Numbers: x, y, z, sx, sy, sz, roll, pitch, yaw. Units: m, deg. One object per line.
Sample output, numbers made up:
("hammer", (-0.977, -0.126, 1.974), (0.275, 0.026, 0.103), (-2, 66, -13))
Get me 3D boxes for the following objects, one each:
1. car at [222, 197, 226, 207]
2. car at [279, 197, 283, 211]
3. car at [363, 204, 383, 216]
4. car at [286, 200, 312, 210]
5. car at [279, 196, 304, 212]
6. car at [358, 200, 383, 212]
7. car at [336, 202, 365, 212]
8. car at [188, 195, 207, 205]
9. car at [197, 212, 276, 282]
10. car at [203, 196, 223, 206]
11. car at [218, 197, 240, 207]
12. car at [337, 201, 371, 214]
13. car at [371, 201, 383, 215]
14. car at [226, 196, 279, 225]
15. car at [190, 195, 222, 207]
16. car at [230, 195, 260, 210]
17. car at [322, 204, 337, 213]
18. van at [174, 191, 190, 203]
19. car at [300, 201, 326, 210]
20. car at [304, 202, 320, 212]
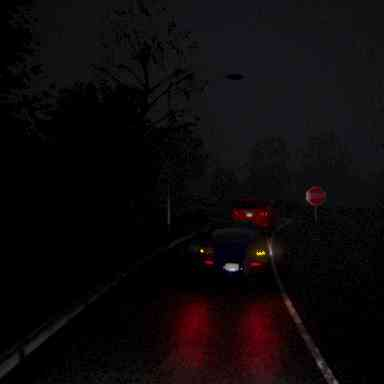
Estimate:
("car", (4.380, 1.368, 43.985), (2.163, 1.488, 4.792), (4, -1, -15))
("car", (9.761, 1.706, 45.368), (2.097, 1.535, 5.008), (4, -1, -15))
("car", (28.601, 2.722, 50.372), (2.163, 1.488, 4.792), (2, 0, -15))
("car", (19.718, 2.373, 61.521), (2.097, 1.535, 5.008), (3, 0, -15))
("car", (12.463, 1.626, 46.115), (2.435, 2.045, 5.566), (4, -1, -15))
("car", (35.885, 2.723, 65.815), (2.435, 2.045, 5.566), (2, 0, -15))
("car", (30.540, 2.806, 64.188), (1.946, 1.575, 5.366), (2, 0, -15))
("car", (0.869, 1.287, 56.559), (2.002, 1.452, 4.674), (4, -1, -15))
("car", (1.268, 1.539, 9.728), (1.812, 1.442, 4.674), (0, -1, 9))
("car", (3.556, 1.475, 57.267), (2.002, 1.452, 4.674), (4, -1, -15))
("car", (6.360, 1.653, 58.034), (2.163, 1.488, 4.792), (4, -1, -15))
("car", (23.237, 2.333, 48.894), (2.185, 1.767, 4.553), (3, 0, -15))
("car", (25.922, 2.610, 49.606), (2.163, 1.488, 4.792), (2, 0, -15))
("car", (3.819, 1.333, 20.088), (2.150, 2.045, 5.566), (0, 0, 18))
("car", (1.710, 1.180, 43.220), (2.163, 1.488, 4.792), (4, -1, -15))
("car", (7.078, 1.400, 44.698), (2.185, 1.767, 4.553), (4, -1, -15))
("car", (17.838, 2.220, 47.474), (2.163, 1.488, 4.792), (3, 0, -15))
("van", (-1.660, 0.844, 55.756), (1.878, 1.987, 4.442), (4, 0, -15))
("car", (22.537, 2.501, 62.263), (2.231, 1.521, 4.892), (3, 0, -15))
("car", (15.150, 2.040, 46.789), (2.231, 1.521, 4.892), (3, 0, -15))
